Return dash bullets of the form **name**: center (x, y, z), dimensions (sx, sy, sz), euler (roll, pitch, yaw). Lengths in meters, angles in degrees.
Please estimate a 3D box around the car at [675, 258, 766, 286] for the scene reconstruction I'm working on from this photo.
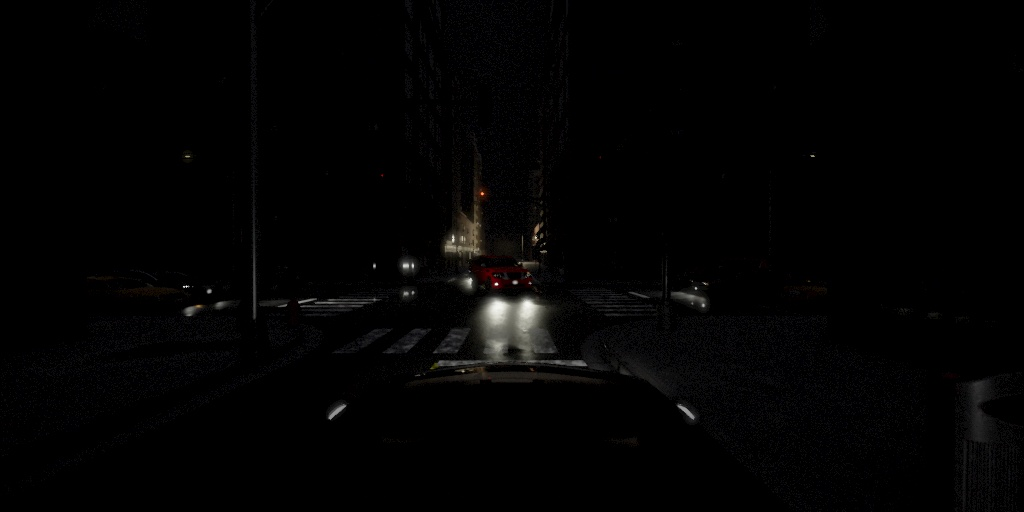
- **car**: center (12.315, 1.032, 20.936), dimensions (5.009, 1.841, 2.192), euler (0, 0, 0)

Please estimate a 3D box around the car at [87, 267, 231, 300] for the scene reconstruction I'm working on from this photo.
- **car**: center (-15.481, 1.260, 15.421), dimensions (4.902, 1.511, 2.128), euler (0, 0, 0)

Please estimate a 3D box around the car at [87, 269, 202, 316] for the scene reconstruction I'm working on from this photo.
- **car**: center (-14.403, 1.305, 12.896), dimensions (4.829, 1.417, 1.751), euler (0, 0, 0)

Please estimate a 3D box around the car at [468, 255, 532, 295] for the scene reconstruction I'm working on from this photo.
- **car**: center (-0.788, 0.964, 20.498), dimensions (2.150, 2.045, 5.566), euler (0, 0, -20)

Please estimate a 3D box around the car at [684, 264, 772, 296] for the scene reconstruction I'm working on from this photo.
- **car**: center (12.135, 1.277, 18.360), dimensions (5.357, 1.411, 2.033), euler (0, 0, 3)

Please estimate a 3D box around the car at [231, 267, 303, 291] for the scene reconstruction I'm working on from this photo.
- **car**: center (-14.568, 1.307, 20.921), dimensions (4.313, 1.339, 1.948), euler (0, 0, 0)

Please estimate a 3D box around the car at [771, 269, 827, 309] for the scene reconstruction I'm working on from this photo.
- **car**: center (12.481, 1.280, 12.910), dimensions (4.829, 1.417, 1.751), euler (0, 0, 0)
